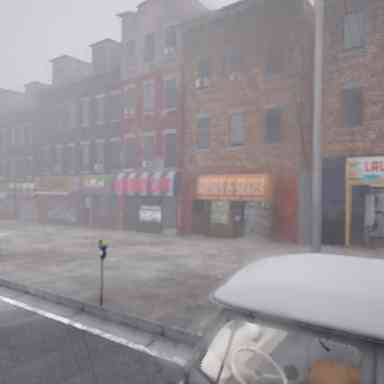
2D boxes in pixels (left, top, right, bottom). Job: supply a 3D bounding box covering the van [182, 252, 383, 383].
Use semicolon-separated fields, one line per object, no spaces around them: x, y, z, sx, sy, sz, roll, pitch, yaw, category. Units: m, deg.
1.743;1.335;1.543;3.998;1.788;1.690;-1;1;35;van
